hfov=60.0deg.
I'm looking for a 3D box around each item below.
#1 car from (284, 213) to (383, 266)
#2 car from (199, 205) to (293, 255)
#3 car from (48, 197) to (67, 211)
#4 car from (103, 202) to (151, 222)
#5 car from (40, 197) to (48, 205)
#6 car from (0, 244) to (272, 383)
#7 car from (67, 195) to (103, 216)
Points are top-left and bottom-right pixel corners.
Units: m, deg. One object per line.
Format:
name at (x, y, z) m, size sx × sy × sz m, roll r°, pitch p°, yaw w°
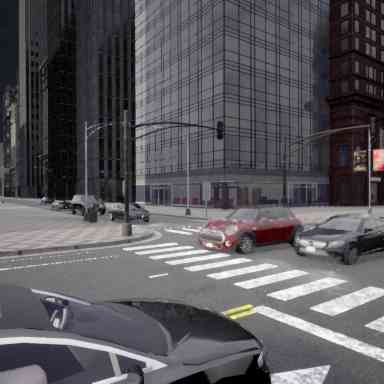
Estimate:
car at (5.581, 1.526, 11.732) m, size 4.674 × 1.442 × 1.812 m, roll 0°, pitch 0°, yaw -36°
car at (2.463, 1.352, 13.490) m, size 4.553 × 1.767 × 2.097 m, roll 0°, pitch 0°, yaw -36°
car at (-16.523, 1.659, 42.338) m, size 1.994 × 1.385 × 4.181 m, roll 0°, pitch 0°, yaw -36°
car at (-4.976, 1.555, 26.035) m, size 1.837 × 1.490 × 4.892 m, roll 0°, pitch 0°, yaw -35°
car at (-27.602, 1.651, 63.486) m, size 1.837 × 1.490 × 4.892 m, roll 0°, pitch 0°, yaw -35°
car at (-1.485, 1.491, 2.379) m, size 4.902 × 1.511 × 2.128 m, roll 0°, pitch 0°, yaw -36°
car at (-10.724, 1.293, 34.139) m, size 2.150 × 2.045 × 5.566 m, roll 0°, pitch 0°, yaw -36°
